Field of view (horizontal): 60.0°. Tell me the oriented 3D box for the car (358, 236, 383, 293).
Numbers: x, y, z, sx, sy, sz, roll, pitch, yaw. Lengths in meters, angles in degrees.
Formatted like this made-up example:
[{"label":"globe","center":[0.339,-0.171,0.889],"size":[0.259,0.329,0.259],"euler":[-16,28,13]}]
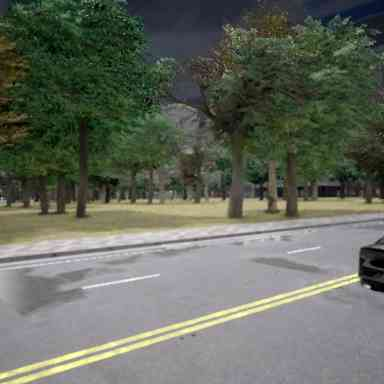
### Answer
[{"label":"car","center":[5.762,1.433,7.551],"size":[5.008,1.535,1.882],"euler":[0,0,-35]}]
